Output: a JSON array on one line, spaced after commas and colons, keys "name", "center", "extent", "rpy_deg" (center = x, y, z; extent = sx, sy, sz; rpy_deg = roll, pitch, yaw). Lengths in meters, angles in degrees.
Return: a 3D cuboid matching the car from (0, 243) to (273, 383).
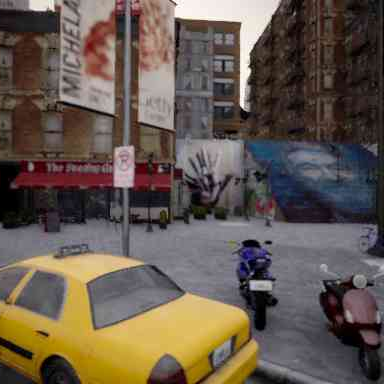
[{"name": "car", "center": [-1.825, 1.490, 4.602], "extent": [5.366, 1.575, 1.801], "rpy_deg": [0, -1, 34]}]
